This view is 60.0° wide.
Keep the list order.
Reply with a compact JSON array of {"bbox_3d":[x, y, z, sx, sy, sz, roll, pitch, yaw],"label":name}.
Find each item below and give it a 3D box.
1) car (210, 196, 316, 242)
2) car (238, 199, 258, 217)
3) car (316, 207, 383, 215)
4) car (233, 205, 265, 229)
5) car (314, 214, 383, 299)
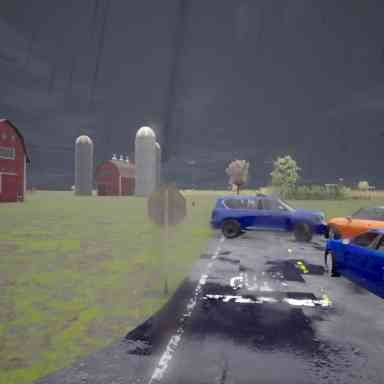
[{"bbox_3d":[3.655,1.218,16.371,5.566,2.045,2.150,0,0,21],"label":"car"},{"bbox_3d":[5.504,1.502,33.003,1.837,1.490,4.892,0,0,9],"label":"car"},{"bbox_3d":[7.507,1.366,13.466,2.097,1.767,4.553,0,0,-18],"label":"car"},{"bbox_3d":[3.849,1.601,22.696,1.895,1.301,4.718,0,0,9],"label":"car"},{"bbox_3d":[4.530,1.480,7.113,1.882,1.535,5.008,0,0,1],"label":"car"}]
